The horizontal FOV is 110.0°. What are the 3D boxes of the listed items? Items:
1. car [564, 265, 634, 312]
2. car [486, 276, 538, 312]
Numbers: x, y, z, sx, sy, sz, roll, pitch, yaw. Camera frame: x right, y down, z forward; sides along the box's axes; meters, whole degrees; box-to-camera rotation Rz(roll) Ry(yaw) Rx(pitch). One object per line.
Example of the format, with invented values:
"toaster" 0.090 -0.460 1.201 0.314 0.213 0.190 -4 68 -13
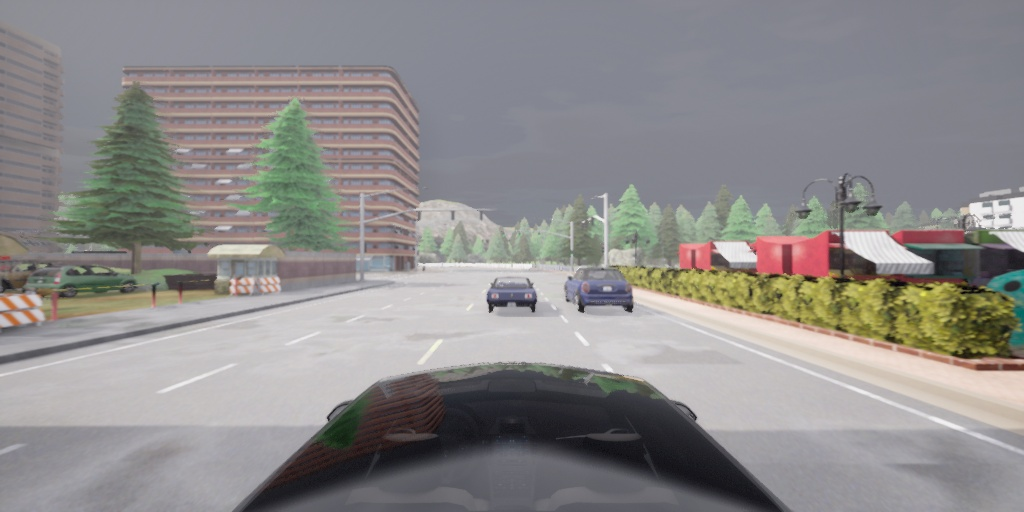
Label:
"car" 3.508 1.247 15.263 2.097 1.767 4.553 0 -1 0
"car" 0.005 1.495 15.083 1.895 1.301 4.718 0 -1 0
